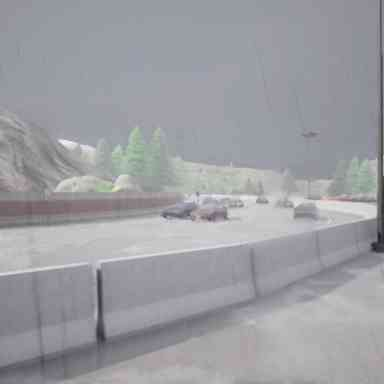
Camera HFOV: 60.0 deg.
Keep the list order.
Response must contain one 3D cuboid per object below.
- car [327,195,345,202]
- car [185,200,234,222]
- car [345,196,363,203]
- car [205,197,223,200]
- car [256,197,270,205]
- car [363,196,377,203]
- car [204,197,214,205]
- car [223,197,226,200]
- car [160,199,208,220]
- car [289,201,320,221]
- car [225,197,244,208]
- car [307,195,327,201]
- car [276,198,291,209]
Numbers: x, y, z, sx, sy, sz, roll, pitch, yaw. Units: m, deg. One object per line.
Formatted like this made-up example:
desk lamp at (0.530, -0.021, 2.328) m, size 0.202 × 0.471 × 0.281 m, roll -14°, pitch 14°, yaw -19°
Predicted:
car at (27.834, 1.341, 65.964) m, size 2.097 × 1.767 × 4.553 m, roll 0°, pitch 0°, yaw 0°
car at (1.569, 1.641, 27.444) m, size 1.812 × 1.442 × 4.674 m, roll 0°, pitch 0°, yaw 28°
car at (31.335, 1.497, 65.981) m, size 1.812 × 1.442 × 4.674 m, roll 0°, pitch 0°, yaw 0°
car at (3.195, 1.696, 51.252) m, size 2.128 × 1.511 × 4.902 m, roll 0°, pitch 0°, yaw 1°
car at (13.819, 1.696, 64.992) m, size 1.882 × 1.535 × 5.008 m, roll 0°, pitch 0°, yaw 1°
car at (34.835, 1.513, 65.969) m, size 1.994 × 1.385 × 4.181 m, roll 0°, pitch 0°, yaw 0°
car at (3.329, 1.765, 66.795) m, size 1.837 × 1.490 × 4.892 m, roll 0°, pitch 0°, yaw 1°
car at (6.825, 1.747, 66.442) m, size 2.128 × 1.511 × 4.902 m, roll 0°, pitch 0°, yaw 1°
car at (-0.708, 1.684, 30.248) m, size 2.033 × 1.411 × 5.357 m, roll 0°, pitch 0°, yaw 28°
car at (9.929, 1.637, 28.476) m, size 2.033 × 1.411 × 5.357 m, roll 0°, pitch 0°, yaw 24°
car at (6.686, 1.680, 50.062) m, size 2.128 × 1.511 × 4.902 m, roll 0°, pitch 0°, yaw 1°
car at (24.334, 1.354, 65.976) m, size 2.097 × 1.767 × 4.553 m, roll 0°, pitch 0°, yaw 0°
car at (13.660, 1.650, 49.114) m, size 2.128 × 1.511 × 4.902 m, roll 0°, pitch 0°, yaw 1°
